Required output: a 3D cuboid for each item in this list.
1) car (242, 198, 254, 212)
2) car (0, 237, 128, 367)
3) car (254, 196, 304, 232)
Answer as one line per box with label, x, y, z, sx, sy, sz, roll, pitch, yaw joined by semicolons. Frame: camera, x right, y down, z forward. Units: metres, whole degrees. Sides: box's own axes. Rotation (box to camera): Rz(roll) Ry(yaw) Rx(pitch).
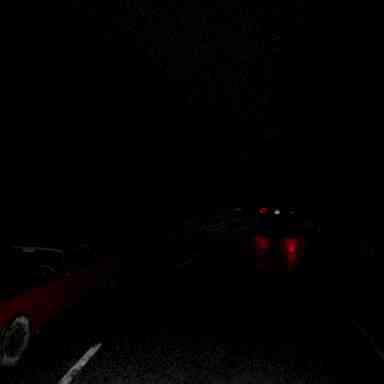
car;7.550;1.476;38.508;2.097;1.767;4.553;0;0;-20
car;-2.863;1.581;5.971;1.895;1.301;4.718;0;0;10
car;5.631;1.254;20.710;2.150;2.045;5.566;0;-1;21
